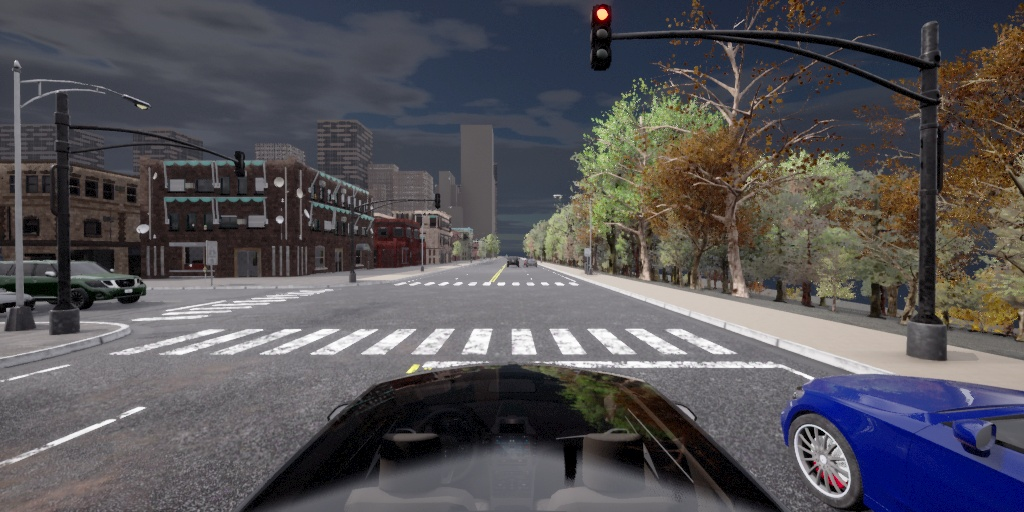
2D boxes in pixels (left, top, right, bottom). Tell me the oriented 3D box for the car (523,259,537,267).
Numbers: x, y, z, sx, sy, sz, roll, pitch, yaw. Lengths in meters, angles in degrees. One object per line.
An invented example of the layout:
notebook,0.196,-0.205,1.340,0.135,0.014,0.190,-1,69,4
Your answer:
car,3.470,1.218,63.887,2.128,1.511,4.902,0,0,0

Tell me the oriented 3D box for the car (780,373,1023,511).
car,3.346,1.276,1.343,1.812,1.442,4.674,0,0,2

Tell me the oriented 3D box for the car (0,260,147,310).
car,-19.311,1.186,15.486,5.566,2.045,2.150,-1,1,0

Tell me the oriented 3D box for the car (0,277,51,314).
car,-19.926,1.565,12.784,4.313,1.339,1.948,0,0,0

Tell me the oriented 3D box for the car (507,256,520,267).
car,0.218,0.948,63.727,2.150,2.045,5.566,0,0,1
